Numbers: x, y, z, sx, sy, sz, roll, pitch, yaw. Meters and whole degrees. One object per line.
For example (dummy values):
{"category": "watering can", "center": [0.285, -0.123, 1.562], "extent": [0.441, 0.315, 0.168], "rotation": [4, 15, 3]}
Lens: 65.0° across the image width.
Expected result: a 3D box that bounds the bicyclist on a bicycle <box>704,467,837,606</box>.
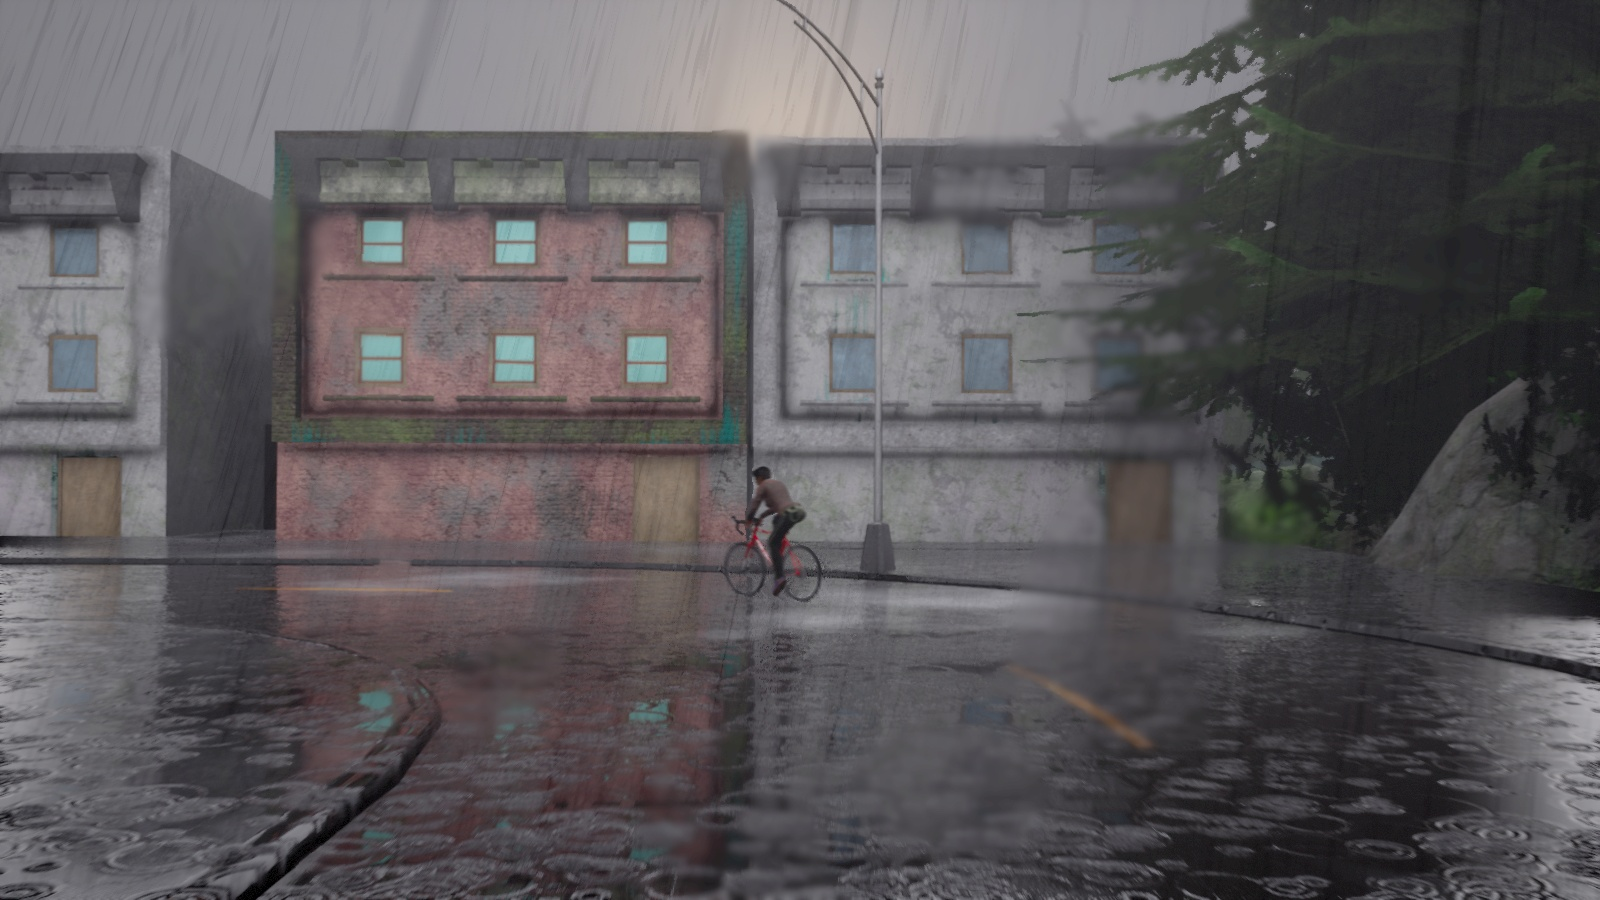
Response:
{"category": "bicyclist on a bicycle", "center": [-0.382, 1.030, 15.457], "extent": [1.656, 1.620, 0.582], "rotation": [-2, 0, 43]}
